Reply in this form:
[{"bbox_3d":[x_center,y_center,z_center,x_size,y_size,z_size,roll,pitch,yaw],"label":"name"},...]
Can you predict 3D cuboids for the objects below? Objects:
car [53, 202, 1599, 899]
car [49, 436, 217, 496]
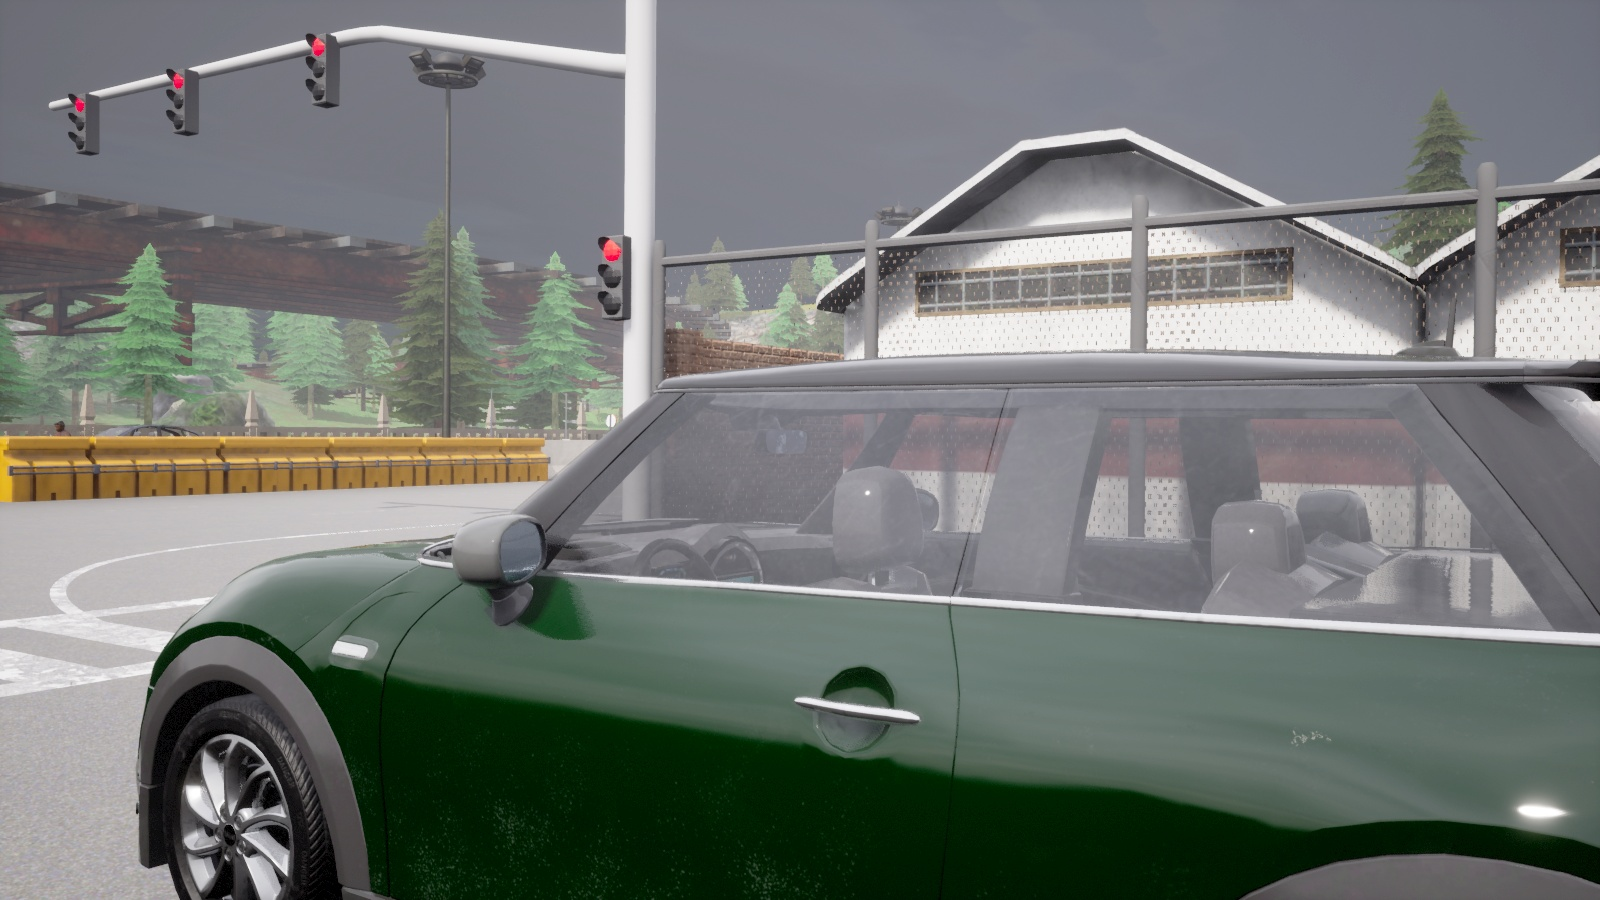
[{"bbox_3d":[0.186,0.540,3.498,4.553,1.767,2.097,0,1,33],"label":"car"},{"bbox_3d":[-18.487,0.400,34.944,1.789,1.549,3.705,0,1,32],"label":"car"}]
